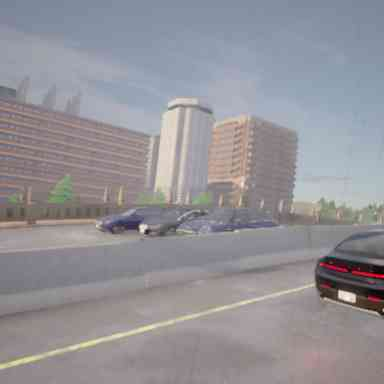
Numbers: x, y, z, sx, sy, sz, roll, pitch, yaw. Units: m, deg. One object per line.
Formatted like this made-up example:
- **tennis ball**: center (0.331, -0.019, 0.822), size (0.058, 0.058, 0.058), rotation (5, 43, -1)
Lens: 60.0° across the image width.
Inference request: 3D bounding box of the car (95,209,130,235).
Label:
- **car**: center (-3.100, 1.586, 18.973), size (4.674, 1.442, 1.812), rotation (1, -1, -35)

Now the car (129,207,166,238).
- **car**: center (-0.280, 1.576, 16.685), size (4.902, 1.511, 2.128), rotation (2, -1, -35)

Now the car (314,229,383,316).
- **car**: center (4.588, 1.553, 7.021), size (4.892, 1.490, 1.837), rotation (1, -1, -36)

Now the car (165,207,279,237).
- **car**: center (1.524, 1.429, 13.672), size (4.553, 1.767, 2.097), rotation (2, -1, -35)
